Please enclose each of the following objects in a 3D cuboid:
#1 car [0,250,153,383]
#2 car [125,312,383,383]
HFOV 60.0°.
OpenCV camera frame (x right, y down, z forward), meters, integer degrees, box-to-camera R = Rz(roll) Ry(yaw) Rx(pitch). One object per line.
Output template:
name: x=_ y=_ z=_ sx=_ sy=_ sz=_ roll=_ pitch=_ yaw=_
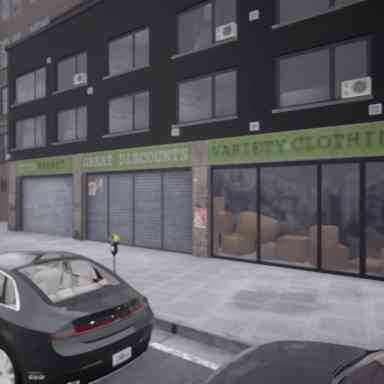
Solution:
car: x=-2.533 y=1.549 z=4.893 sx=4.403 sy=1.369 sz=2.008 roll=0 pitch=0 yaw=36
car: x=1.960 y=1.551 z=1.682 sx=4.403 sy=1.369 sz=2.008 roll=0 pitch=0 yaw=36
